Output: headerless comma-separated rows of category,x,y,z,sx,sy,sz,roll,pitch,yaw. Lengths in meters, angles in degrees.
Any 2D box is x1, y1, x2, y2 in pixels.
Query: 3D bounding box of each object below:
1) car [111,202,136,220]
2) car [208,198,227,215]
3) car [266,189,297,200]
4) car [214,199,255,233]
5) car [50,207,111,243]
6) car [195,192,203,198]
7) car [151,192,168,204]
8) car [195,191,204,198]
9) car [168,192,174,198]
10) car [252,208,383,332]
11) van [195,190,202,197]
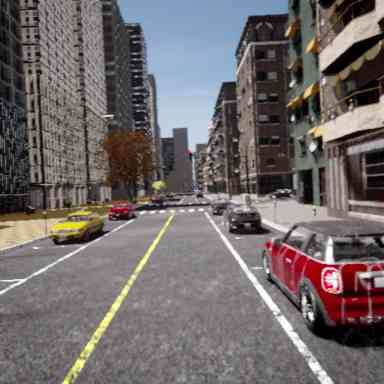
car,-5.932,1.573,28.591,1.887,1.381,4.507,-3,0,-1
car,2.438,1.175,28.666,2.008,1.369,4.403,-3,0,-1
car,12.972,0.295,48.164,4.403,1.369,2.008,-4,1,-1
car,2.542,1.267,17.600,2.008,1.369,4.403,-3,1,-1
car,-5.828,1.647,17.356,1.752,1.417,4.829,-3,1,-1
car,1.880,0.698,88.833,1.752,1.417,4.829,-3,0,-1
car,-6.245,1.093,60.975,2.192,1.841,5.009,-3,0,-1
car,1.934,0.778,83.141,1.947,1.339,4.313,-3,0,-1
car,-6.539,1.106,94.113,1.947,1.339,4.313,-3,0,-1
car,2.639,1.252,6.535,1.967,1.590,4.097,-3,1,-1
van,1.821,0.478,94.185,1.690,1.788,3.998,-3,0,-1
